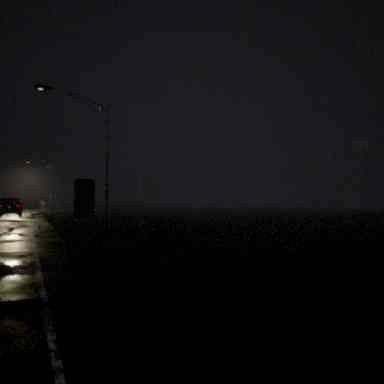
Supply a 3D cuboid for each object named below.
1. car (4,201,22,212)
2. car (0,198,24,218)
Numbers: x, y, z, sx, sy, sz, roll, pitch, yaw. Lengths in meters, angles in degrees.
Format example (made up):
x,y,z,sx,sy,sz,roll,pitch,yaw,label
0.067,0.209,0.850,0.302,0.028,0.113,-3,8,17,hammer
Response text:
x,y,z,sx,sy,sz,roll,pitch,yaw,label
-25.621,2.038,47.840,2.128,1.511,4.902,2,-1,-27,car
-19.277,1.610,35.339,2.150,2.045,5.566,2,-1,-27,car
